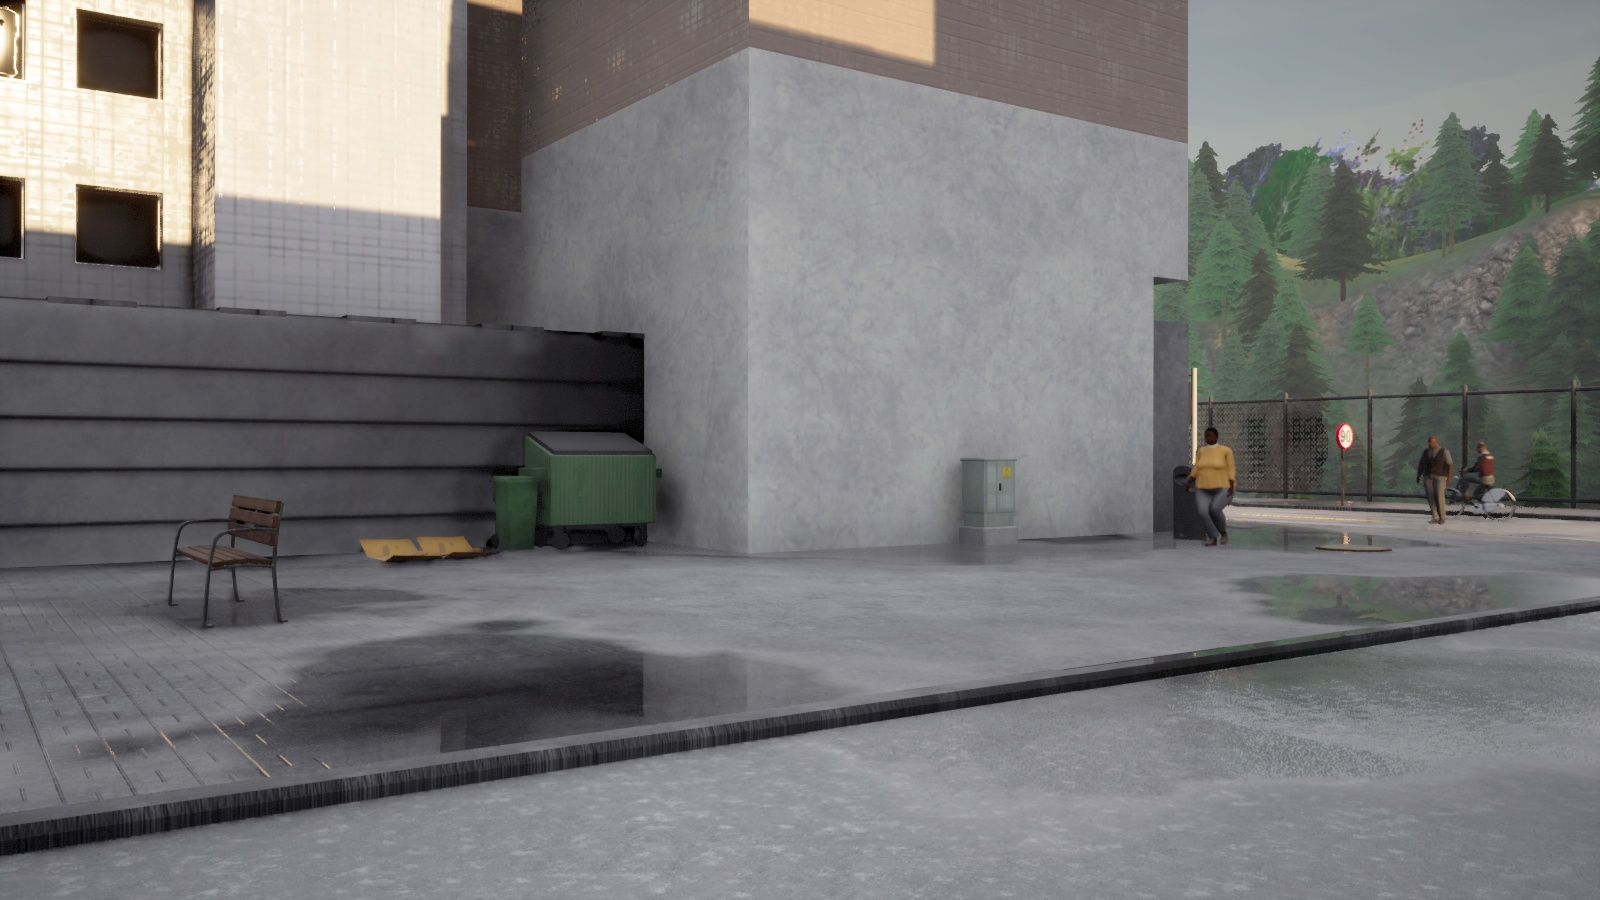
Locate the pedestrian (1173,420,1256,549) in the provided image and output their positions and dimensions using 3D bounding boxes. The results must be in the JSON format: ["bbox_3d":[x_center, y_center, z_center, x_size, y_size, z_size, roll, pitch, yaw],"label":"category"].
[{"bbox_3d":[6.185,0.496,18.741,0.874,1.855,0.900,0,0,44],"label":"pedestrian"}]

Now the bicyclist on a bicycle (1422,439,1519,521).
[{"bbox_3d":[15.020,0.652,28.168,0.659,1.776,1.843,0,0,-32],"label":"bicyclist on a bicycle"}]

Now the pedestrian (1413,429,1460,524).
[{"bbox_3d":[12.959,0.531,25.555,0.849,1.883,0.563,0,0,-40],"label":"pedestrian"}]
